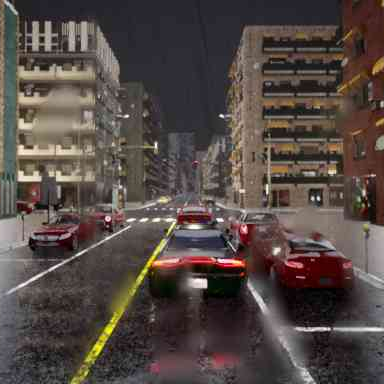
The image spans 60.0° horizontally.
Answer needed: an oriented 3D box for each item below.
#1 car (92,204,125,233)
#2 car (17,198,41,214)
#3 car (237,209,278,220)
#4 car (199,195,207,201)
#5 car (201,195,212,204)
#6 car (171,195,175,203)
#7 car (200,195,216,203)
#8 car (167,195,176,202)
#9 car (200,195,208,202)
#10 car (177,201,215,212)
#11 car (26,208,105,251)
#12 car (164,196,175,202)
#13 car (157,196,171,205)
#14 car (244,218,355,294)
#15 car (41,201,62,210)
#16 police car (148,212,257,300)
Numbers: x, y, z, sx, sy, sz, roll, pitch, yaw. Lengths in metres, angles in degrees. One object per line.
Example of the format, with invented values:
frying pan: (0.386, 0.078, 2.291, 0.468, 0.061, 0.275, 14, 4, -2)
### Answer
car: (-5.245, 1.441, 19.638, 1.967, 1.590, 4.097, 1, 0, 0)
car: (-17.453, 1.235, 31.193, 5.009, 1.841, 2.192, 0, -1, 0)
car: (2.624, 1.441, 14.083, 1.967, 1.590, 4.097, 1, 0, 0)
car: (2.879, 1.547, 86.207, 2.008, 1.369, 4.403, 1, 0, 0)
car: (2.800, 1.439, 63.524, 1.967, 1.590, 4.097, 1, 0, 0)
car: (-5.062, 1.524, 69.023, 1.752, 1.417, 4.829, 1, 0, 0)
car: (2.758, 1.550, 52.182, 2.008, 1.369, 4.403, 1, 0, 0)
car: (-5.022, 1.542, 80.535, 1.887, 1.381, 4.507, 1, 0, 0)
car: (2.859, 1.542, 80.537, 1.887, 1.381, 4.507, 1, 0, 0)
car: (0.131, 1.479, 18.979, 1.882, 1.535, 5.008, 0, 0, 0)
car: (-5.262, 1.583, 14.089, 1.802, 1.307, 4.206, 1, 0, 0)
car: (-5.042, 1.564, 74.864, 1.947, 1.339, 4.313, 1, 0, 0)
car: (-5.103, 1.525, 57.681, 1.752, 1.417, 4.829, 1, 0, 0)
car: (2.603, 1.582, 8.534, 1.802, 1.307, 4.206, 1, 0, 0)
car: (-17.486, 1.584, 39.069, 4.313, 1.339, 1.947, 0, -1, 0)
police car: (0.127, 1.505, 8.518, 2.038, 1.542, 4.974, 0, 0, 0)
